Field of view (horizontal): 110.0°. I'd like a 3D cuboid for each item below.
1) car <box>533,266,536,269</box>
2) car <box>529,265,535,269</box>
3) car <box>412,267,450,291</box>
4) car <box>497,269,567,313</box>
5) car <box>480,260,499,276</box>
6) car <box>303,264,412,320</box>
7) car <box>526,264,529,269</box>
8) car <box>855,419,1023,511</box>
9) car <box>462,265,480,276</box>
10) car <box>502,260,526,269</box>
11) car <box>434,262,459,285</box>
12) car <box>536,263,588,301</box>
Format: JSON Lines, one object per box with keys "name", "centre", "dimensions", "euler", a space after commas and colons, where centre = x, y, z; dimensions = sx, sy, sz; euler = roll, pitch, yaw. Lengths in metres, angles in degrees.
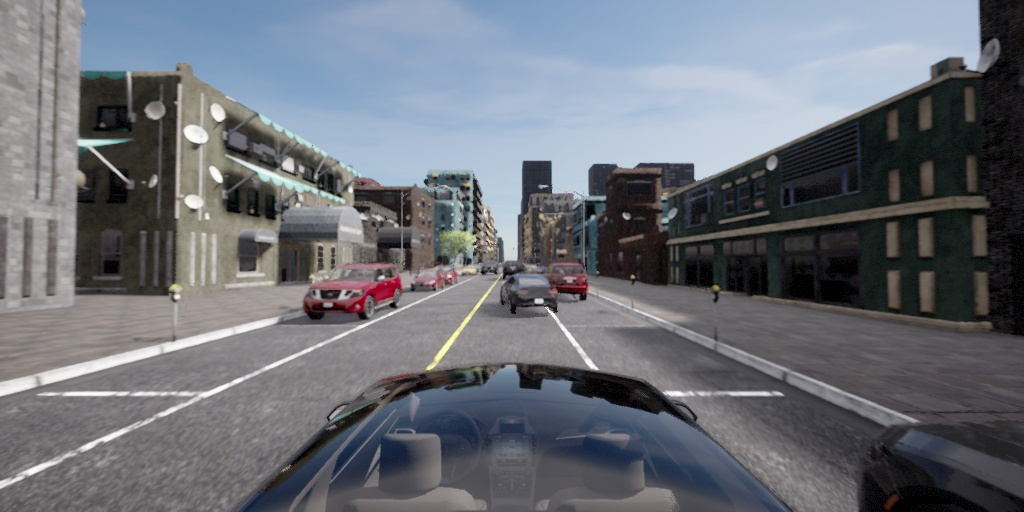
{"name": "car", "centre": [2.694, 1.624, 24.642], "dimensions": [1.948, 1.339, 4.313], "euler": [0, 0, 0]}
{"name": "car", "centre": [2.695, 1.700, 30.175], "dimensions": [1.948, 1.339, 4.313], "euler": [0, 0, 0]}
{"name": "car", "centre": [-5.687, 1.642, 24.645], "dimensions": [1.802, 1.307, 4.207], "euler": [0, 0, 0]}
{"name": "car", "centre": [0.621, 1.452, 14.895], "dimensions": [1.812, 1.442, 4.674], "euler": [0, -1, -8]}
{"name": "car", "centre": [-3.050, 1.629, 49.978], "dimensions": [2.150, 2.045, 5.566], "euler": [0, -1, 1]}
{"name": "car", "centre": [-5.688, 1.225, 13.580], "dimensions": [2.192, 1.841, 5.009], "euler": [0, 0, 0]}
{"name": "car", "centre": [2.703, 1.750, 35.401], "dimensions": [1.888, 1.381, 4.507], "euler": [0, 0, 0]}
{"name": "car", "centre": [3.145, 1.235, 0.289], "dimensions": [1.837, 1.490, 4.892], "euler": [0, -1, 0]}
{"name": "car", "centre": [-5.753, 1.910, 48.250], "dimensions": [1.751, 1.417, 4.829], "euler": [0, 0, 0]}
{"name": "car", "centre": [0.104, 1.487, 39.832], "dimensions": [2.150, 2.045, 5.566], "euler": [0, -1, 0]}
{"name": "car", "centre": [-5.685, 1.575, 30.178], "dimensions": [1.967, 1.591, 4.097], "euler": [0, 0, 0]}
{"name": "car", "centre": [2.694, 1.298, 19.110], "dimensions": [2.192, 1.841, 5.009], "euler": [0, 0, 0]}
